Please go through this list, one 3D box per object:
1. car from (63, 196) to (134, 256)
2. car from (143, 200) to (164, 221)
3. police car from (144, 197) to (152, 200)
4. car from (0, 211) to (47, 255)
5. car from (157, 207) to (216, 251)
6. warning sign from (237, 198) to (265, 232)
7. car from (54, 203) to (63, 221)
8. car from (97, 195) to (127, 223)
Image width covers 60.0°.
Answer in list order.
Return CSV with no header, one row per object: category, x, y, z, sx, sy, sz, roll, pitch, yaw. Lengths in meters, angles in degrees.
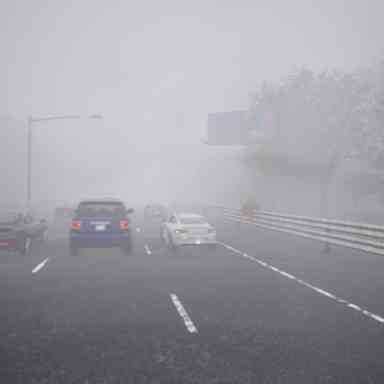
car,-3.596,1.275,13.605,2.150,2.045,5.566,1,0,-12
car,-3.232,1.730,28.846,2.033,1.411,5.357,1,0,-11
police car,-11.776,2.036,88.786,1.930,1.638,5.238,1,-1,-7
car,-7.077,1.517,13.141,1.837,1.490,4.892,1,0,-12
car,-0.254,1.636,14.706,1.812,1.442,4.674,1,0,-12
warning sign,3.403,1.309,19.309,1.300,1.860,1.060,1,0,-12
car,-10.186,1.563,27.964,1.882,1.535,5.008,1,0,-11
car,-6.666,1.350,28.200,2.150,2.045,5.566,1,0,-11
